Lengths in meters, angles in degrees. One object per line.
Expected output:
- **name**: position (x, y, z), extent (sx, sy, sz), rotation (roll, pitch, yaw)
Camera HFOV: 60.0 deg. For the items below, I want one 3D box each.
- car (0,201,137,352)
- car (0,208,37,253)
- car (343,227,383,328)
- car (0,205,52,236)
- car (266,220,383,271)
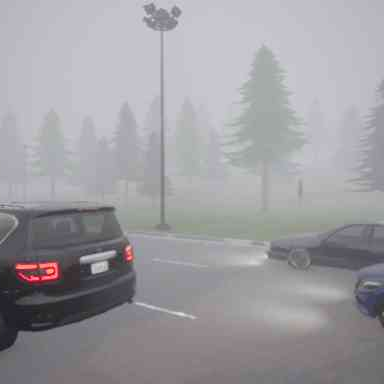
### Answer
- **car**: position (-3.562, 1.211, 6.259), extent (5.566, 2.045, 2.150), rotation (-1, 0, 33)
- **car**: position (-8.829, 1.471, 13.970), extent (5.008, 1.535, 1.882), rotation (0, 0, 33)
- **car**: position (4.923, 1.490, 4.785), extent (4.674, 1.442, 1.812), rotation (0, 0, 36)
- **car**: position (-10.737, 1.533, 19.420), extent (5.357, 1.411, 2.033), rotation (0, 0, 33)
- **car**: position (4.852, 1.500, 9.113), extent (5.357, 1.411, 2.033), rotation (0, 0, 34)
